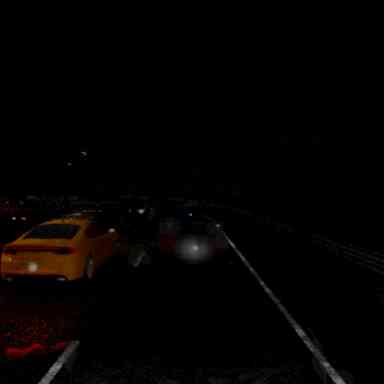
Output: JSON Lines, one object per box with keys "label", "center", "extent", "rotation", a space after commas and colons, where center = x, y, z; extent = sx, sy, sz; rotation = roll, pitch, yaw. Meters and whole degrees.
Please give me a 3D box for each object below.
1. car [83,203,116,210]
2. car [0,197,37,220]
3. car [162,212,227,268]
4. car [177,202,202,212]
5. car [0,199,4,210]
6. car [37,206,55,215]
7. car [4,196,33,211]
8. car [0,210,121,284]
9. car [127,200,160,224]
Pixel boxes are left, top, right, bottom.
{"label": "car", "center": [-7.129, 1.568, 25.770], "extent": [2.128, 1.511, 4.902], "rotation": [0, 0, -2]}
{"label": "car", "center": [-6.931, 1.251, 9.522], "extent": [2.150, 2.045, 5.566], "rotation": [0, 0, 0]}
{"label": "car", "center": [0.081, 1.598, 11.415], "extent": [1.994, 1.385, 4.181], "rotation": [0, 0, 0]}
{"label": "car", "center": [-0.194, 1.558, 27.696], "extent": [1.882, 1.535, 5.008], "rotation": [0, 0, -2]}
{"label": "car", "center": [-26.521, 1.651, 43.457], "extent": [1.812, 1.442, 4.674], "rotation": [0, 0, -9]}
{"label": "car", "center": [-10.521, 1.611, 21.947], "extent": [2.033, 1.411, 5.357], "rotation": [0, 0, 0]}
{"label": "car", "center": [-23.148, 1.480, 44.494], "extent": [2.097, 1.767, 4.553], "rotation": [0, 0, -9]}
{"label": "car", "center": [-3.430, 1.506, 9.688], "extent": [1.882, 1.535, 5.008], "rotation": [0, -1, 0]}
{"label": "car", "center": [-3.616, 1.425, 25.360], "extent": [2.097, 1.767, 4.553], "rotation": [0, 0, -2]}
